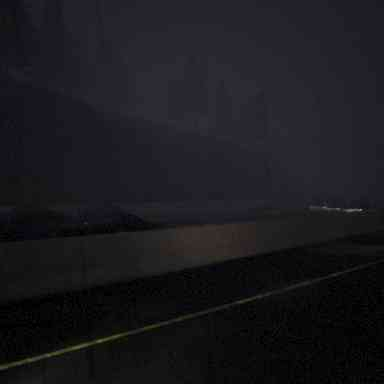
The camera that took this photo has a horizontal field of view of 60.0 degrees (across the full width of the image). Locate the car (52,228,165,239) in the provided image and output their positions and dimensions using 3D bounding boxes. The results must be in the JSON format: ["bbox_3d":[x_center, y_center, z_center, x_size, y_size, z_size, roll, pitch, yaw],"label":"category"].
[{"bbox_3d":[-3.611,1.627,14.534,4.718,1.301,1.895,0,0,-38],"label":"car"}]
